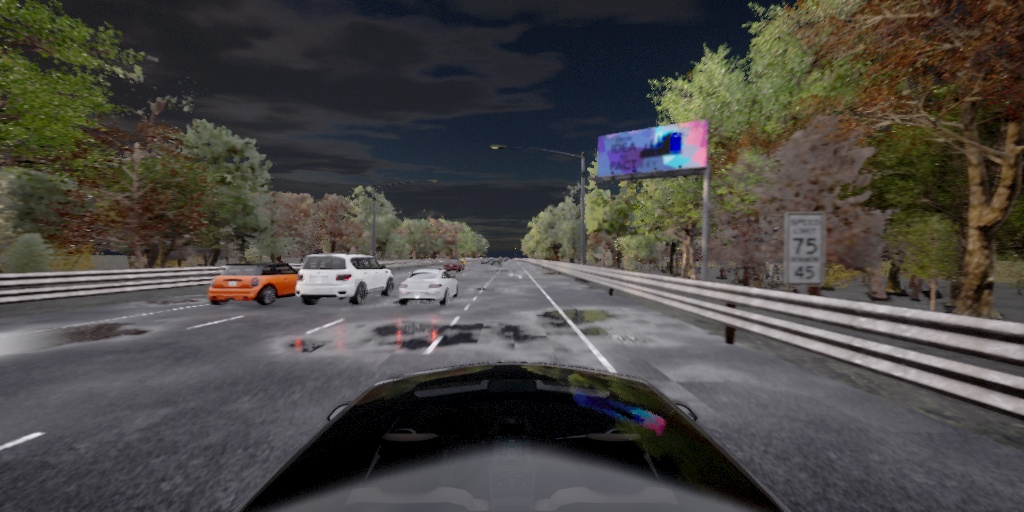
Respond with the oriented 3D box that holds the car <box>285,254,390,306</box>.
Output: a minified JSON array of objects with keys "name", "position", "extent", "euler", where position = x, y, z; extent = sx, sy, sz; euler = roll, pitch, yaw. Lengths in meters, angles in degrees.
[{"name":"car","position":[-6.985,0.941,15.642],"extent":[2.150,2.045,5.566],"euler":[0,0,0]}]

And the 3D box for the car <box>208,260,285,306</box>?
[{"name":"car","position":[-10.489,1.056,15.592],"extent":[2.097,1.767,4.553],"euler":[0,0,0]}]

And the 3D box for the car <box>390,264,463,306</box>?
[{"name":"car","position":[-3.491,1.260,15.532],"extent":[1.812,1.442,4.674],"euler":[0,0,0]}]

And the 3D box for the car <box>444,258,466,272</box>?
[{"name":"car","position":[-6.961,1.078,43.220],"extent":[2.097,1.767,4.553],"euler":[0,0,0]}]
